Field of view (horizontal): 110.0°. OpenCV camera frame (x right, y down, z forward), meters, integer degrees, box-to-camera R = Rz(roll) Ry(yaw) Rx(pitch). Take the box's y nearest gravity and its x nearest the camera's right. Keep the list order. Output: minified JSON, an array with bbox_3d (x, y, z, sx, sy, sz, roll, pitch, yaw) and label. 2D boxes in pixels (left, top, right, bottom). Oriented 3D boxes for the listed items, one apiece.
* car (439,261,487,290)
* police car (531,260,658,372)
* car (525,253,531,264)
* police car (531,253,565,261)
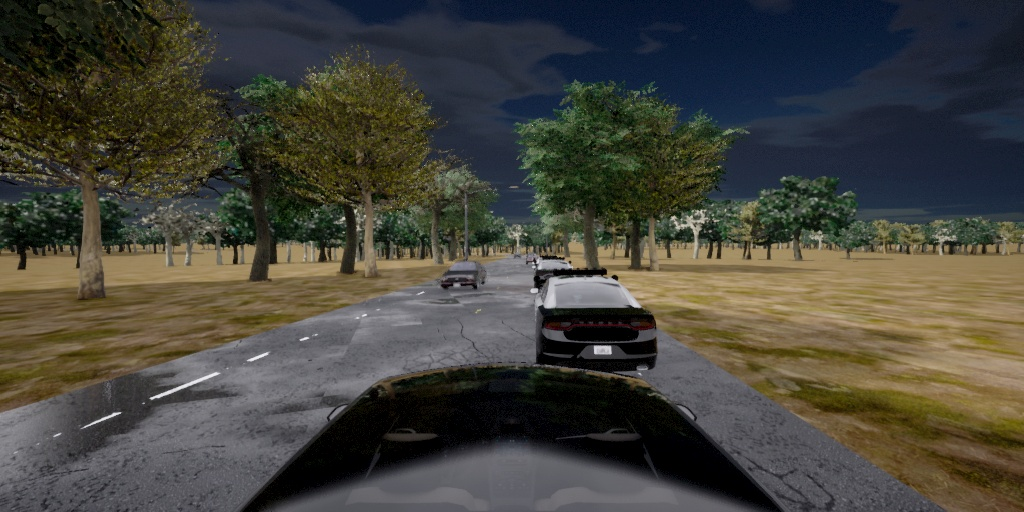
[{"bbox_3d":[-2.528,0.983,19.932,2.033,1.411,5.357,-2,1,3],"label":"car"},{"bbox_3d":[1.429,1.070,7.653,1.930,1.638,5.238,-1,1,3],"label":"police car"},{"bbox_3d":[2.894,0.433,50.510,2.033,1.411,5.357,0,1,3],"label":"car"},{"bbox_3d":[2.020,0.851,17.644,1.930,1.638,5.238,1,1,3],"label":"police car"}]
